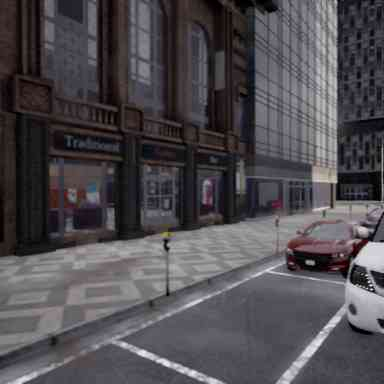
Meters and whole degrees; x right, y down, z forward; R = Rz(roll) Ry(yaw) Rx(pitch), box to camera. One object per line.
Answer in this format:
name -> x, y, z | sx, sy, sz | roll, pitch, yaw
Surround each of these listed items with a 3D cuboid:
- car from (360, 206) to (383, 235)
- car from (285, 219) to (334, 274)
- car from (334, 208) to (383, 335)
car -> 11.121, 1.572, 19.235 | 1.802, 1.307, 4.206 | 0, 0, 37
car -> 4.335, 1.539, 10.202 | 1.887, 1.381, 4.507 | 0, 0, 37
car -> 4.539, 1.221, 6.186 | 2.150, 2.045, 5.566 | 0, 0, 37
